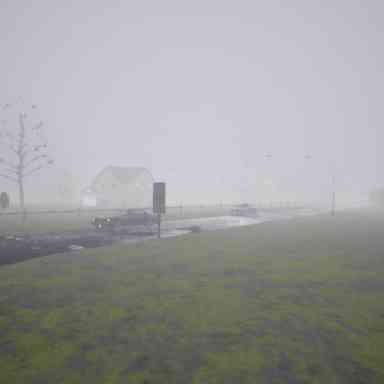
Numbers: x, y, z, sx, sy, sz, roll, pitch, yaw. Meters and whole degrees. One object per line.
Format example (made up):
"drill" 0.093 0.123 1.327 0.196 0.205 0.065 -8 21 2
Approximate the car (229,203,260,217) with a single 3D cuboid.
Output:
"car" 5.902 1.974 36.991 1.837 1.490 4.892 1 0 35

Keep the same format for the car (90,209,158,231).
"car" -4.436 1.829 22.444 1.895 1.301 4.718 1 0 35
